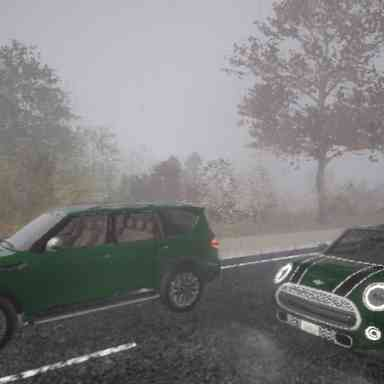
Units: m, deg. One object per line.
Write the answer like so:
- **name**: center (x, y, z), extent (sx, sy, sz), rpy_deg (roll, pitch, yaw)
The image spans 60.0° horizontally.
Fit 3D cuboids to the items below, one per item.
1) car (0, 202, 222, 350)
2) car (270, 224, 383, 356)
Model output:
- **car**: center (-1.981, 1.236, 6.254), extent (5.566, 2.045, 2.150), rpy_deg (0, 0, -35)
- **car**: center (3.572, 1.419, 6.167), extent (4.553, 1.767, 2.097), rpy_deg (1, 0, -35)
